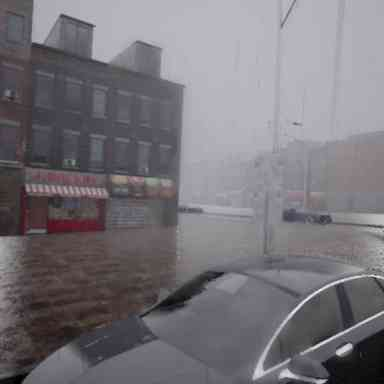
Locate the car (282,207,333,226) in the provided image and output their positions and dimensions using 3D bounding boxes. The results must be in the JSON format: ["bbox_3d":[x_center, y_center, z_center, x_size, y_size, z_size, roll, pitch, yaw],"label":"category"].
[{"bbox_3d":[8.026,1.793,24.980,1.895,1.301,4.718,4,-3,-35],"label":"car"}]

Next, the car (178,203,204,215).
[{"bbox_3d":[-0.705,1.901,37.216,1.895,1.301,4.718,4,-2,-35],"label":"car"}]

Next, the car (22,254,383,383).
[{"bbox_3d":[0.815,1.532,3.526,4.892,1.490,1.837,0,0,-35],"label":"car"}]
